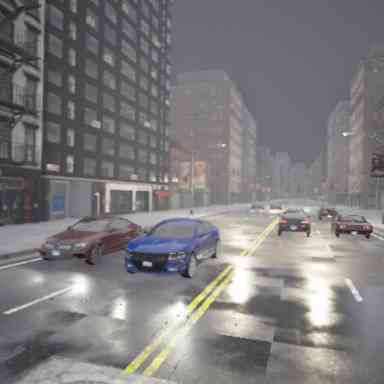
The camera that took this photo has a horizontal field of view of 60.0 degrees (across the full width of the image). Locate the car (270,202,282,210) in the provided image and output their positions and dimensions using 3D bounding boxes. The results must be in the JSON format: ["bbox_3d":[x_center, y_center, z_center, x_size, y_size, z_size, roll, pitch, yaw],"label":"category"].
[{"bbox_3d":[14.917,2.494,58.903,1.812,1.442,4.674,1,-1,18],"label":"car"}]

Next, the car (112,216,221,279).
[{"bbox_3d":[-0.379,1.604,10.852,1.882,1.535,5.008,1,-1,18],"label":"car"}]

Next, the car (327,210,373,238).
[{"bbox_3d":[9.751,2.025,20.656,1.895,1.301,4.718,1,-1,18],"label":"car"}]

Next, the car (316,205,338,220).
[{"bbox_3d":[14.446,2.189,35.469,1.837,1.490,4.892,1,0,18],"label":"car"}]

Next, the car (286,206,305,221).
[{"bbox_3d":[11.115,2.227,35.712,1.895,1.301,4.718,1,-1,18],"label":"car"}]

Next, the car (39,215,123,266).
[{"bbox_3d":[-3.377,1.614,12.198,1.812,1.442,4.674,1,-1,18],"label":"car"}]

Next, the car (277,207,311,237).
[{"bbox_3d":[6.425,1.893,20.909,1.812,1.442,4.674,1,-1,18],"label":"car"}]

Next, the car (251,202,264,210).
[{"bbox_3d":[11.903,2.455,60.139,1.812,1.442,4.674,1,-1,18],"label":"car"}]
